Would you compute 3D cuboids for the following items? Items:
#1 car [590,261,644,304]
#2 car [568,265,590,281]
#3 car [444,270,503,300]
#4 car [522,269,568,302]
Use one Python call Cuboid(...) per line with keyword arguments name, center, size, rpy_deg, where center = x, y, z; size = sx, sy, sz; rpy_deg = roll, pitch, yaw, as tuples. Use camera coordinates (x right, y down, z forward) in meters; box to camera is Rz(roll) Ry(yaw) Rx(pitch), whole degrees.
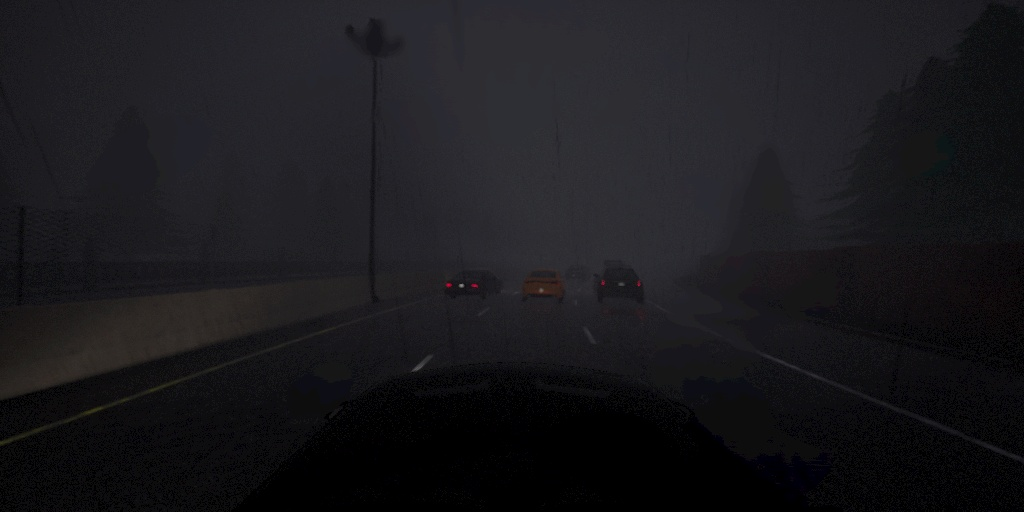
Cuboid(name="car", center=(5.292, 1.311, 18.260), size=(2.097, 1.767, 4.553), rpy_deg=(1, -1, 10))
Cuboid(name="car", center=(6.463, 1.607, 34.955), size=(2.128, 1.511, 4.902), rpy_deg=(1, -1, 21))
Cuboid(name="car", center=(-1.840, 1.417, 18.670), size=(2.033, 1.411, 5.357), rpy_deg=(1, 0, 10))
Cuboid(name="car", center=(1.710, 1.390, 18.310), size=(1.882, 1.535, 5.008), rpy_deg=(1, -1, 10))
